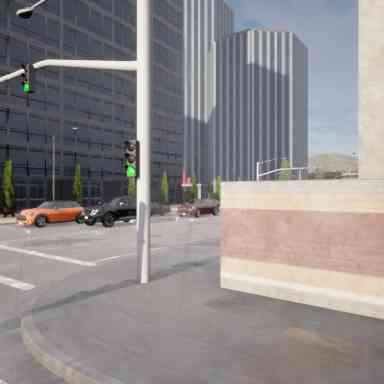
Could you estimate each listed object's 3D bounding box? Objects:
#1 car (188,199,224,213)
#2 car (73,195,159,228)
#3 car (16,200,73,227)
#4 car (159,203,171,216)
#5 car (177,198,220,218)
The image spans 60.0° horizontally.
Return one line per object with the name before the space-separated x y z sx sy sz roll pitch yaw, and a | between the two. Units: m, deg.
car | 1.750 1.560 39.094 1.837 1.490 4.892 0 0 36
car | -5.145 1.277 23.516 2.150 2.045 5.566 0 0 36
car | -9.701 1.407 23.169 2.097 1.767 4.553 0 0 36
car | -4.175 1.603 30.864 2.033 1.411 5.357 0 0 36
car | 0.584 1.407 31.485 2.097 1.767 4.553 0 0 36
